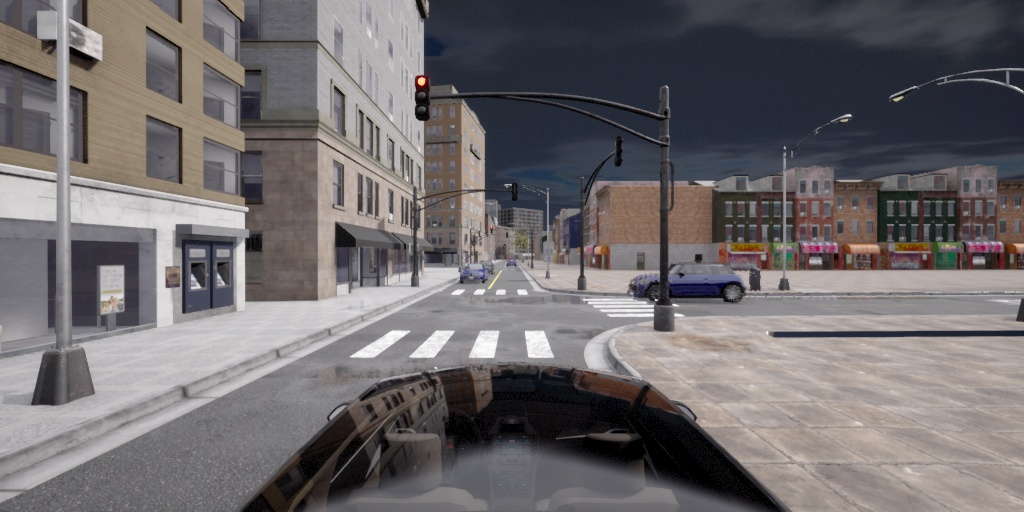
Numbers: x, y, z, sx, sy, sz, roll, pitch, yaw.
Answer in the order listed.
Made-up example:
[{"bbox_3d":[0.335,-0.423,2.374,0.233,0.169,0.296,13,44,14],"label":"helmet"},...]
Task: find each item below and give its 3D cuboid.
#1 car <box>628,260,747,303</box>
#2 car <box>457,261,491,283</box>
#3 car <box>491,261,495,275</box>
[{"bbox_3d":[7.566,1.064,15.848,4.553,1.767,2.097,0,0,4],"label":"car"},{"bbox_3d":[-2.872,1.278,27.775,1.812,1.442,4.674,0,0,0],"label":"car"},{"bbox_3d":[-2.882,1.260,39.059,1.837,1.490,4.892,0,0,0],"label":"car"}]
